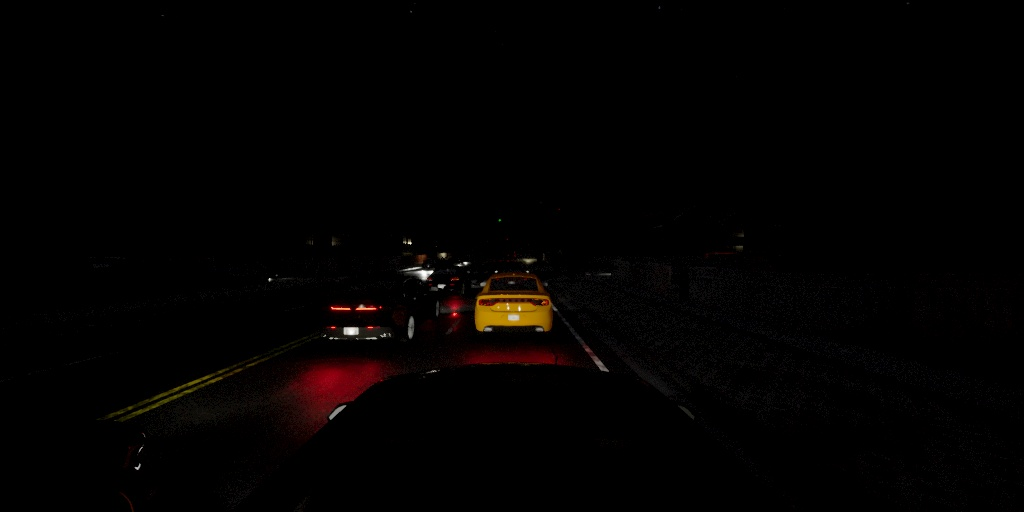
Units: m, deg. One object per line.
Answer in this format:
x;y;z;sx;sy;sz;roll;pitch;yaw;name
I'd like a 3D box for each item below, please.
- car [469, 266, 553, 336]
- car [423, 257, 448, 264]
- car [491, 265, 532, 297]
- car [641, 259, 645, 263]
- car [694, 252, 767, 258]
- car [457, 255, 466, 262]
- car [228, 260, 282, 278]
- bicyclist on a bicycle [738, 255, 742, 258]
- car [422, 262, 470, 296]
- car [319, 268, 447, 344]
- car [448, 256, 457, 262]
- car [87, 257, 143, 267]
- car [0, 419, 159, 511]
0.058;1.209;10.443;1.882;1.535;5.008;0;0;0;car
-9.942;0.932;45.122;2.128;1.511;4.902;0;1;0;car
-0.002;1.247;19.335;1.994;1.385;4.181;0;0;1;car
12.776;1.011;34.495;5.357;1.411;2.033;-1;1;-6;car
18.845;0.668;31.696;5.566;2.045;2.150;0;1;-2;car
-9.948;0.656;63.912;1.882;1.535;5.008;0;1;0;car
-22.627;1.116;31.126;4.553;1.767;2.097;0;1;2;car
18.391;0.782;28.771;0.582;1.620;1.656;0;0;-2;bicyclist on a bicycle
-3.257;1.212;18.868;1.812;1.442;4.674;0;0;1;car
-3.194;1.239;9.557;1.837;1.490;4.892;0;0;0;car
-9.963;0.905;54.306;1.994;1.385;4.181;0;1;0;car
-34.524;1.064;31.741;5.566;2.045;2.150;-1;1;4;car
-3.148;1.228;0.147;1.882;1.535;5.008;0;0;0;car
